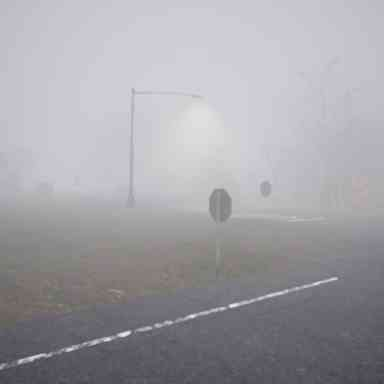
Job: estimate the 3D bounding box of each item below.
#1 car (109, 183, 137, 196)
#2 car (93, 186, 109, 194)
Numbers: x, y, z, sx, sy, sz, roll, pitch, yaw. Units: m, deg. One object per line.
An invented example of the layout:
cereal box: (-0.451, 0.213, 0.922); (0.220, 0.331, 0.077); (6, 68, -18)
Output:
car: (-10.532, -0.439, 52.134); (2.150, 2.045, 5.566); (0, 2, -36)
car: (-16.590, -0.432, 60.592); (1.994, 1.385, 4.181); (0, 2, -36)
